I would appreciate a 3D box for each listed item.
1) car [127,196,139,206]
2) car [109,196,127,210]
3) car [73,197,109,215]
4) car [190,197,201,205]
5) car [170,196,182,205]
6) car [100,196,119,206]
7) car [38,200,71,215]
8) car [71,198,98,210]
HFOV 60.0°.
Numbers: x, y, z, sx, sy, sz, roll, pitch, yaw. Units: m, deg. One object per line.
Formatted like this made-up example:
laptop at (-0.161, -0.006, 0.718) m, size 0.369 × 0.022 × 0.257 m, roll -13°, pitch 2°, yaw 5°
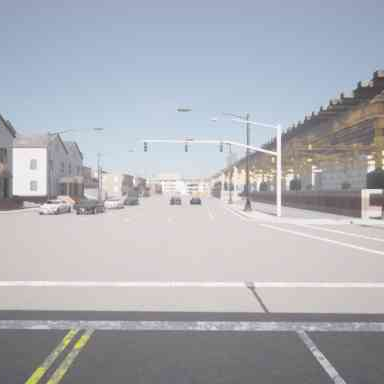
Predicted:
car at (-10.031, 1.476, 54.912) m, size 1.882 × 1.535 × 5.008 m, roll 0°, pitch 0°, yaw 1°
car at (-10.275, 1.525, 43.778) m, size 1.812 × 1.442 × 4.674 m, roll 0°, pitch 0°, yaw 1°
car at (-10.485, 1.504, 34.541) m, size 1.837 × 1.490 × 4.892 m, roll 0°, pitch 0°, yaw 1°
car at (0.644, 1.563, 58.921) m, size 1.994 × 1.385 × 4.181 m, roll 0°, pitch 0°, yaw 1°
car at (-2.855, 1.490, 58.997) m, size 2.128 × 1.511 × 4.902 m, roll 0°, pitch 0°, yaw 1°
car at (-13.528, 1.504, 54.911) m, size 1.837 × 1.490 × 4.892 m, roll 0°, pitch 0°, yaw 1°
car at (-13.993, 1.525, 34.244) m, size 1.812 × 1.442 × 4.674 m, roll 0°, pitch 0°, yaw 1°
car at (-13.792, 1.563, 42.954) m, size 1.994 × 1.385 × 4.181 m, roll 0°, pitch 0°, yaw 2°
